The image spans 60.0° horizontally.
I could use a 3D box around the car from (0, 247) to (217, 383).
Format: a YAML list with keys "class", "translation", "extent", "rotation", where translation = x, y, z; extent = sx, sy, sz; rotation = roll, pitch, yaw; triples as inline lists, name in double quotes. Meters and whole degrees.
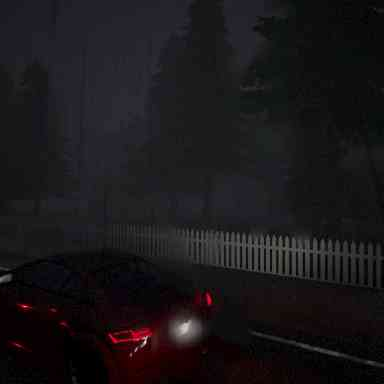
- class: "car"
  translation: [-1.727, 1.564, 5.008]
  extent: [4.181, 1.385, 1.994]
  rotation: [0, 0, 35]
